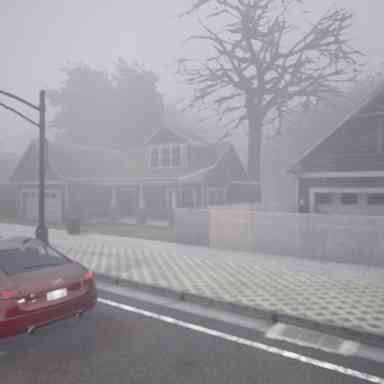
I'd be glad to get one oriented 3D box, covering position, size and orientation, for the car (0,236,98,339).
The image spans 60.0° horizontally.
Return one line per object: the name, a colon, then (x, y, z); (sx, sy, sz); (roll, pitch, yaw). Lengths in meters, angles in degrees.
car: (-3.733, 1.558, 6.336); (4.181, 1.385, 1.994); (0, 0, 35)
